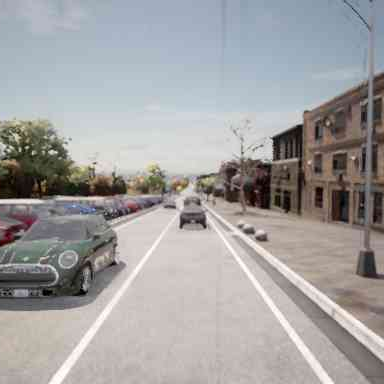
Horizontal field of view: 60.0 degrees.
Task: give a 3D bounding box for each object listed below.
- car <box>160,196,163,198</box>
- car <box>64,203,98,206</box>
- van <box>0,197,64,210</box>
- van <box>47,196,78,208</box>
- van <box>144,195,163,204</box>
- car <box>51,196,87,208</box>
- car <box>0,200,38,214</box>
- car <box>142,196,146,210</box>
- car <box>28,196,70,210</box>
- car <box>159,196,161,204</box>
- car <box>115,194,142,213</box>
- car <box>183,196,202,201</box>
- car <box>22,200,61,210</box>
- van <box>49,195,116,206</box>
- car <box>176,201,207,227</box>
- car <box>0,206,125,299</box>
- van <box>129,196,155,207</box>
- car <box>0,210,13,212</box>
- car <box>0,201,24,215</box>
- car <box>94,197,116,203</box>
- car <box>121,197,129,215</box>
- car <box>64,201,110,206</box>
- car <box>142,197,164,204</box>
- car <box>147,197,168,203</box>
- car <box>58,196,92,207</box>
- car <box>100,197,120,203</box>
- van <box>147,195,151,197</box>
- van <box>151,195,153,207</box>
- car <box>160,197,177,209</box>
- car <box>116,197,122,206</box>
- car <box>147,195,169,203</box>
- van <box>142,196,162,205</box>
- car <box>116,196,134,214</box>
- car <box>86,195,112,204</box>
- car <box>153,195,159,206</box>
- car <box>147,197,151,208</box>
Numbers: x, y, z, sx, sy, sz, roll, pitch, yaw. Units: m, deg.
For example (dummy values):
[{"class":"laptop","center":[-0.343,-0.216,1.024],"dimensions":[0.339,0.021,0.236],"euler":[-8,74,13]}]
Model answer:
[{"class":"car","center":[-9.096,2.063,69.021],"dimensions":[4.792,1.488,2.163],"euler":[0,0,0]},{"class":"car","center":[-8.898,1.670,21.360],"dimensions":[4.792,1.488,2.163],"euler":[0,-1,0]},{"class":"van","center":[-8.794,1.365,15.756],"dimensions":[4.442,1.987,1.878],"euler":[0,-1,0]},{"class":"van","center":[-22.229,1.729,57.201],"dimensions":[4.442,1.987,1.878],"euler":[0,-1,0]},{"class":"van","center":[-9.216,1.829,80.237],"dimensions":[4.442,1.987,1.878],"euler":[0,0,0]},{"class":"car","center":[-22.149,1.728,59.977],"dimensions":[5.566,2.045,2.435],"euler":[0,0,0]},{"class":"car","center":[-21.878,1.806,40.547],"dimensions":[5.366,1.575,1.946],"euler":[0,0,0]},{"class":"car","center":[-8.956,1.561,40.985],"dimensions":[5.566,2.045,2.435],"euler":[0,-1,0]},{"class":"car","center":[-22.124,1.655,51.651],"dimensions":[5.566,2.045,2.435],"euler":[0,-1,0]},{"class":"car","center":[-9.056,2.060,66.214],"dimensions":[4.674,1.452,2.002],"euler":[0,0,0]},{"class":"car","center":[-8.948,1.536,38.181],"dimensions":[5.566,2.045,2.435],"euler":[0,-1,0]},{"class":"car","center":[0.037,1.557,41.086],"dimensions":[2.150,2.045,5.566],"euler":[0,-1,0]},{"class":"car","center":[-22.059,1.912,48.873],"dimensions":[4.792,1.488,2.163],"euler":[0,-1,0]},{"class":"van","center":[-8.827,1.463,26.969],"dimensions":[4.442,1.987,1.878],"euler":[0,0,0]},{"class":"car","center":[0.061,1.698,24.176],"dimensions":[1.837,1.490,4.892],"euler":[0,0,0]},{"class":"car","center":[-3.363,1.414,8.787],"dimensions":[2.097,1.767,4.553],"euler":[0,0,0]},{"class":"van","center":[-9.159,1.758,60.604],"dimensions":[4.442,1.987,1.878],"euler":[0,0,0]},{"class":"car","center":[-8.932,1.596,12.950],"dimensions":[4.792,1.488,2.163],"euler":[0,-1,0]},{"class":"car","center":[-22.061,1.786,37.769],"dimensions":[4.892,1.521,2.231],"euler":[0,-1,0]},{"class":"car","center":[-22.198,2.060,84.963],"dimensions":[5.008,1.535,2.097],"euler":[0,0,0]},{"class":"car","center":[-8.929,1.613,32.574],"dimensions":[4.553,1.767,2.185],"euler":[0,-1,0]},{"class":"car","center":[-8.930,1.664,24.164],"dimensions":[5.008,1.535,2.097],"euler":[0,-1,0]},{"class":"car","center":[-9.086,2.052,77.434],"dimensions":[5.008,1.535,2.097],"euler":[0,0,0]},{"class":"car","center":[-8.931,2.057,85.844],"dimensions":[5.366,1.575,1.946],"euler":[0,0,0]},{"class":"car","center":[-22.100,1.747,62.754],"dimensions":[5.566,2.045,2.435],"euler":[0,0,0]},{"class":"car","center":[-22.238,2.095,90.514],"dimensions":[4.792,1.488,2.163],"euler":[0,0,0]},{"class":"van","center":[-9.134,1.684,52.197],"dimensions":[4.442,1.987,1.878],"euler":[0,-1,0]},{"class":"van","center":[-9.142,1.709,55.000],"dimensions":[4.442,1.987,1.878],"euler":[0,-1,0]},{"class":"car","center":[-3.398,1.971,52.532],"dimensions":[2.033,1.411,5.357],"euler":[0,0,0]},{"class":"car","center":[-8.983,1.588,29.771],"dimensions":[4.553,1.767,2.185],"euler":[0,0,0]},{"class":"car","center":[-9.096,1.811,88.647],"dimensions":[5.566,2.045,2.435],"euler":[0,0,0]},{"class":"van","center":[-8.967,1.823,74.627],"dimensions":[4.442,1.987,1.878],"euler":[0,0,0]},{"class":"car","center":[-8.937,1.637,35.377],"dimensions":[4.553,1.767,2.185],"euler":[0,-1,0]},{"class":"car","center":[-22.148,1.804,79.412],"dimensions":[5.566,2.045,2.435],"euler":[0,0,0]},{"class":"car","center":[-9.006,1.708,57.805],"dimensions":[5.566,2.045,2.435],"euler":[0,-1,0]},{"class":"car","center":[-9.003,1.887,49.392],"dimensions":[4.892,1.521,2.231],"euler":[0,-1,0]}]
